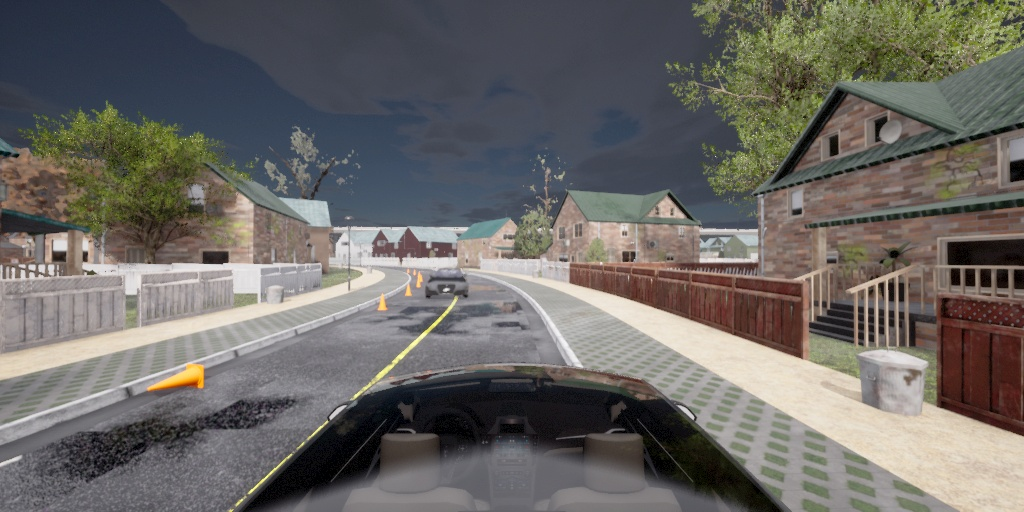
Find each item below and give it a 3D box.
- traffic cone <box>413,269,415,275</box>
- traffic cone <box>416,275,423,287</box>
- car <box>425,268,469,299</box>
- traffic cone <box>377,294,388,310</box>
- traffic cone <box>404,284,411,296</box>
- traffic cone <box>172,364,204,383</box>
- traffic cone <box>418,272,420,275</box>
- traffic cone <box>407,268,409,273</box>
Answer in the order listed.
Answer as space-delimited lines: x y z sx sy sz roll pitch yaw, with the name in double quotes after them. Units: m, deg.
-10.017 1.674 36.891 0.340 0.580 0.340 0 0 -22 "traffic cone"
-5.985 1.694 22.966 0.340 0.580 0.340 0 0 -11 "traffic cone"
-3.165 1.310 17.993 1.994 1.385 4.181 0 0 -7 "car"
-4.827 1.702 13.363 0.340 0.580 0.340 0 0 -3 "traffic cone"
-5.251 1.699 18.183 0.340 0.580 0.340 0 0 -7 "traffic cone"
-4.815 1.532 5.456 0.340 0.580 0.340 0 0 15 "traffic cone"
-7.026 1.688 27.691 0.340 0.580 0.340 0 0 -14 "traffic cone"
-11.954 1.665 41.325 0.340 0.580 0.340 0 0 -25 "traffic cone"
